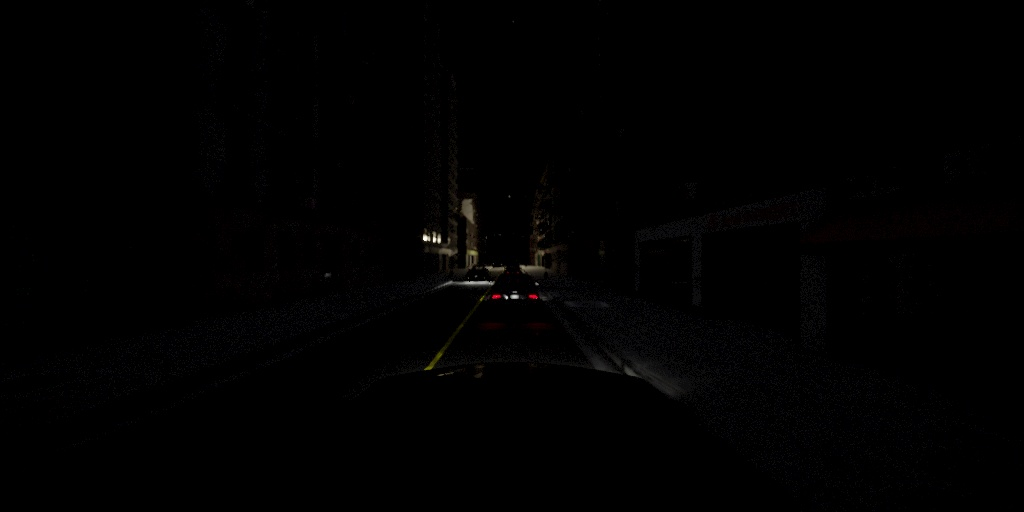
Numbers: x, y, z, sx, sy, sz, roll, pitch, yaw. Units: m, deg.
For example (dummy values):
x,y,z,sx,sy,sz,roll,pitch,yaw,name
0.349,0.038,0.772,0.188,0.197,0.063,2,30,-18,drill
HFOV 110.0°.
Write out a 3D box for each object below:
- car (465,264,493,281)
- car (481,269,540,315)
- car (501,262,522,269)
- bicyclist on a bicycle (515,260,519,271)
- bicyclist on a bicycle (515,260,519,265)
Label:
x,y,z,sx,sy,sz,roll,pitch,yaw,name
-3.104,1.590,33.164,1.994,1.385,4.181,0,-1,0,car
0.094,1.408,14.244,2.033,1.411,5.357,0,0,0,car
0.091,1.593,37.956,1.812,1.442,4.674,0,-1,0,car
0.810,1.656,62.764,0.659,1.776,1.843,0,0,0,bicyclist on a bicycle
0.812,1.576,53.764,0.659,1.776,1.843,0,0,0,bicyclist on a bicycle
